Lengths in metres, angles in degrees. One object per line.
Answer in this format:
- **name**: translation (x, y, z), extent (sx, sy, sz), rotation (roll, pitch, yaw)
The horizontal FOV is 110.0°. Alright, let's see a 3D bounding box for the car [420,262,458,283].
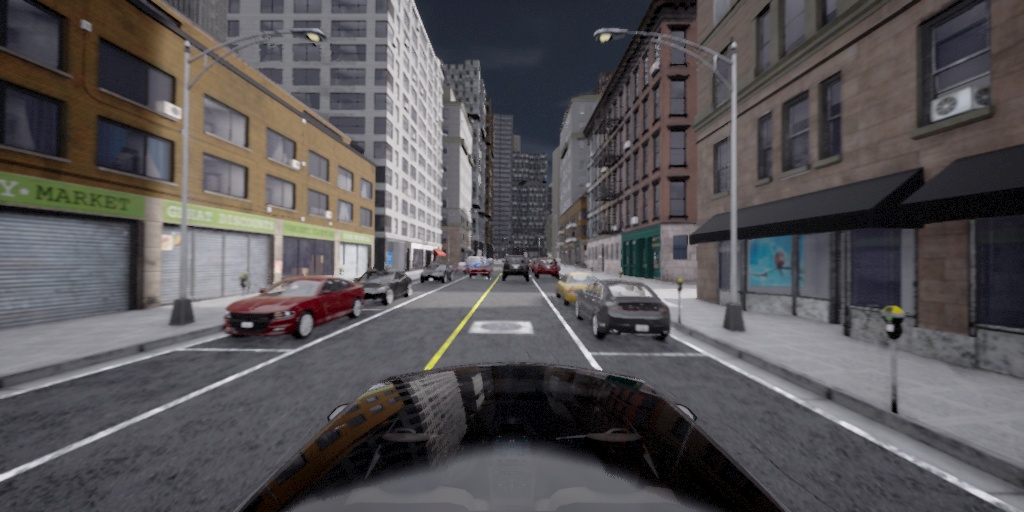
- **car**: translation (-5.545, 1.242, 26.817), extent (1.948, 1.339, 4.313), rotation (0, 0, 1)

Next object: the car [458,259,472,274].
- **car**: translation (-5.438, 1.244, 38.035), extent (1.802, 1.307, 4.207), rotation (0, 0, 1)

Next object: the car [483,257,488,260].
- **car**: translation (-5.278, 1.077, 54.863), extent (1.967, 1.591, 4.097), rotation (0, 0, 1)

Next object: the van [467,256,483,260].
- **van**: translation (-5.331, 0.987, 49.254), extent (1.690, 1.789, 3.998), rotation (0, 0, 1)

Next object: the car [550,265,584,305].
- **car**: translation (2.875, 1.282, 15.687), extent (1.751, 1.417, 4.829), rotation (0, 0, 1)

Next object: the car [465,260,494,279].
- **car**: translation (-2.727, 1.299, 32.138), extent (1.895, 1.301, 4.718), rotation (0, 0, 1)

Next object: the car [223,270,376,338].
- **car**: translation (-5.705, 1.241, 9.989), extent (1.888, 1.381, 4.507), rotation (0, 0, 1)

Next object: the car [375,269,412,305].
- **car**: translation (-5.652, 1.255, 15.599), extent (1.948, 1.339, 4.313), rotation (0, 0, 1)

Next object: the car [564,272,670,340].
- **car**: translation (2.820, 1.314, 9.907), extent (2.007, 1.370, 4.403), rotation (0, 0, 1)

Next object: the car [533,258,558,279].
- **car**: translation (3.034, 1.051, 32.344), extent (2.192, 1.841, 5.009), rotation (0, 0, 1)

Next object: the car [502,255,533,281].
- **car**: translation (0.313, 0.942, 29.966), extent (2.150, 2.045, 5.566), rotation (0, 0, 0)
